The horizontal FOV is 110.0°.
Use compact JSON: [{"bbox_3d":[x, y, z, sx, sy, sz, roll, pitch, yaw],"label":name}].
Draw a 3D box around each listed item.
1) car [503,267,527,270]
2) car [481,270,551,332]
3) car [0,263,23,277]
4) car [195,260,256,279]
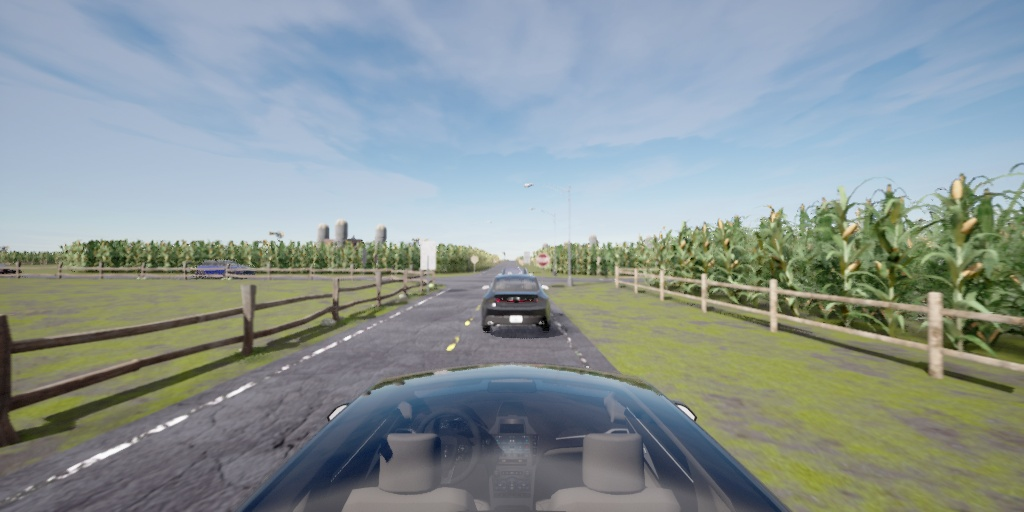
[{"bbox_3d":[0.169,1.390,20.352,2.128,1.511,4.902,0,0,2],"label":"car"},{"bbox_3d":[0.109,1.330,11.164,1.837,1.490,4.892,0,-1,0],"label":"car"},{"bbox_3d":[-49.016,1.297,33.711,4.181,1.385,1.994,0,-1,1],"label":"car"},{"bbox_3d":[-26.558,1.191,33.395,4.553,1.767,2.097,0,-1,1],"label":"car"}]
